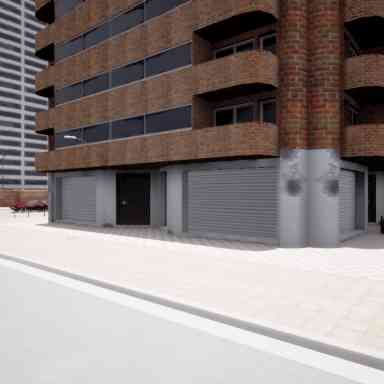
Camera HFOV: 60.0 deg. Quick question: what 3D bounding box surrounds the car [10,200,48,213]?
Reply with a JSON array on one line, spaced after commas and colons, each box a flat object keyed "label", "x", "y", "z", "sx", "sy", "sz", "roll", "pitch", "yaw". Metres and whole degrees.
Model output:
[{"label": "car", "x": -17.894, "y": 1.601, "z": 37.672, "sx": 1.895, "sy": 1.301, "sz": 4.718, "roll": 0, "pitch": 0, "yaw": 39}]
